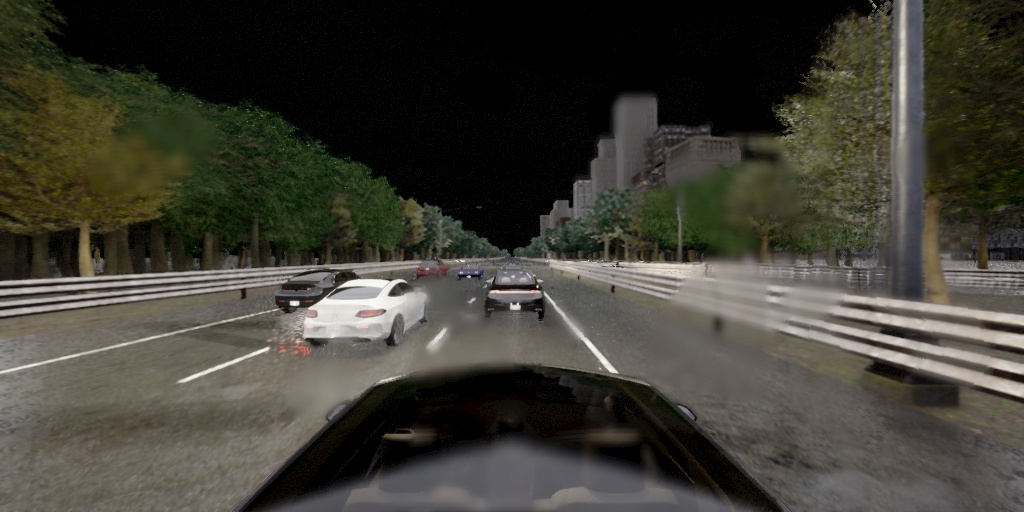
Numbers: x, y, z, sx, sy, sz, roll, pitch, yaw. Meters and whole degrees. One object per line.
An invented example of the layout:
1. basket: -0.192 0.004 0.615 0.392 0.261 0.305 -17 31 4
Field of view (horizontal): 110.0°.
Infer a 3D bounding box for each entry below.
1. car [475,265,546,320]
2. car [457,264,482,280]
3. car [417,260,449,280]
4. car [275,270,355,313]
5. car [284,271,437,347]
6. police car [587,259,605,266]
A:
1. car: 0.095 1.242 12.567 2.128 1.511 4.902 0 0 0
2. car: -3.403 1.352 30.622 1.895 1.301 4.718 0 0 0
3. car: -6.906 1.103 31.765 2.097 1.767 4.553 0 0 0
4. car: -6.902 1.255 13.803 1.837 1.490 4.892 0 0 0
5. car: -3.402 1.276 9.186 1.812 1.442 4.674 0 0 0
6. police car: 11.927 1.265 51.803 1.930 1.638 5.238 0 0 -27
